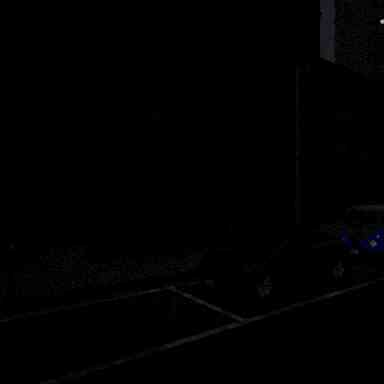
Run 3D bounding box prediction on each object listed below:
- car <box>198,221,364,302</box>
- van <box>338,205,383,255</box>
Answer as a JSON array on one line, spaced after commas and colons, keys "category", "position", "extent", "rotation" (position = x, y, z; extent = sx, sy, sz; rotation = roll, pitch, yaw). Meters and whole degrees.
[{"category": "car", "position": [2.154, 1.564, 8.299], "extent": [4.313, 1.339, 1.947], "rotation": [0, 0, -35]}, {"category": "van", "position": [6.762, 1.337, 11.586], "extent": [3.998, 1.788, 1.690], "rotation": [0, 0, -36]}]
